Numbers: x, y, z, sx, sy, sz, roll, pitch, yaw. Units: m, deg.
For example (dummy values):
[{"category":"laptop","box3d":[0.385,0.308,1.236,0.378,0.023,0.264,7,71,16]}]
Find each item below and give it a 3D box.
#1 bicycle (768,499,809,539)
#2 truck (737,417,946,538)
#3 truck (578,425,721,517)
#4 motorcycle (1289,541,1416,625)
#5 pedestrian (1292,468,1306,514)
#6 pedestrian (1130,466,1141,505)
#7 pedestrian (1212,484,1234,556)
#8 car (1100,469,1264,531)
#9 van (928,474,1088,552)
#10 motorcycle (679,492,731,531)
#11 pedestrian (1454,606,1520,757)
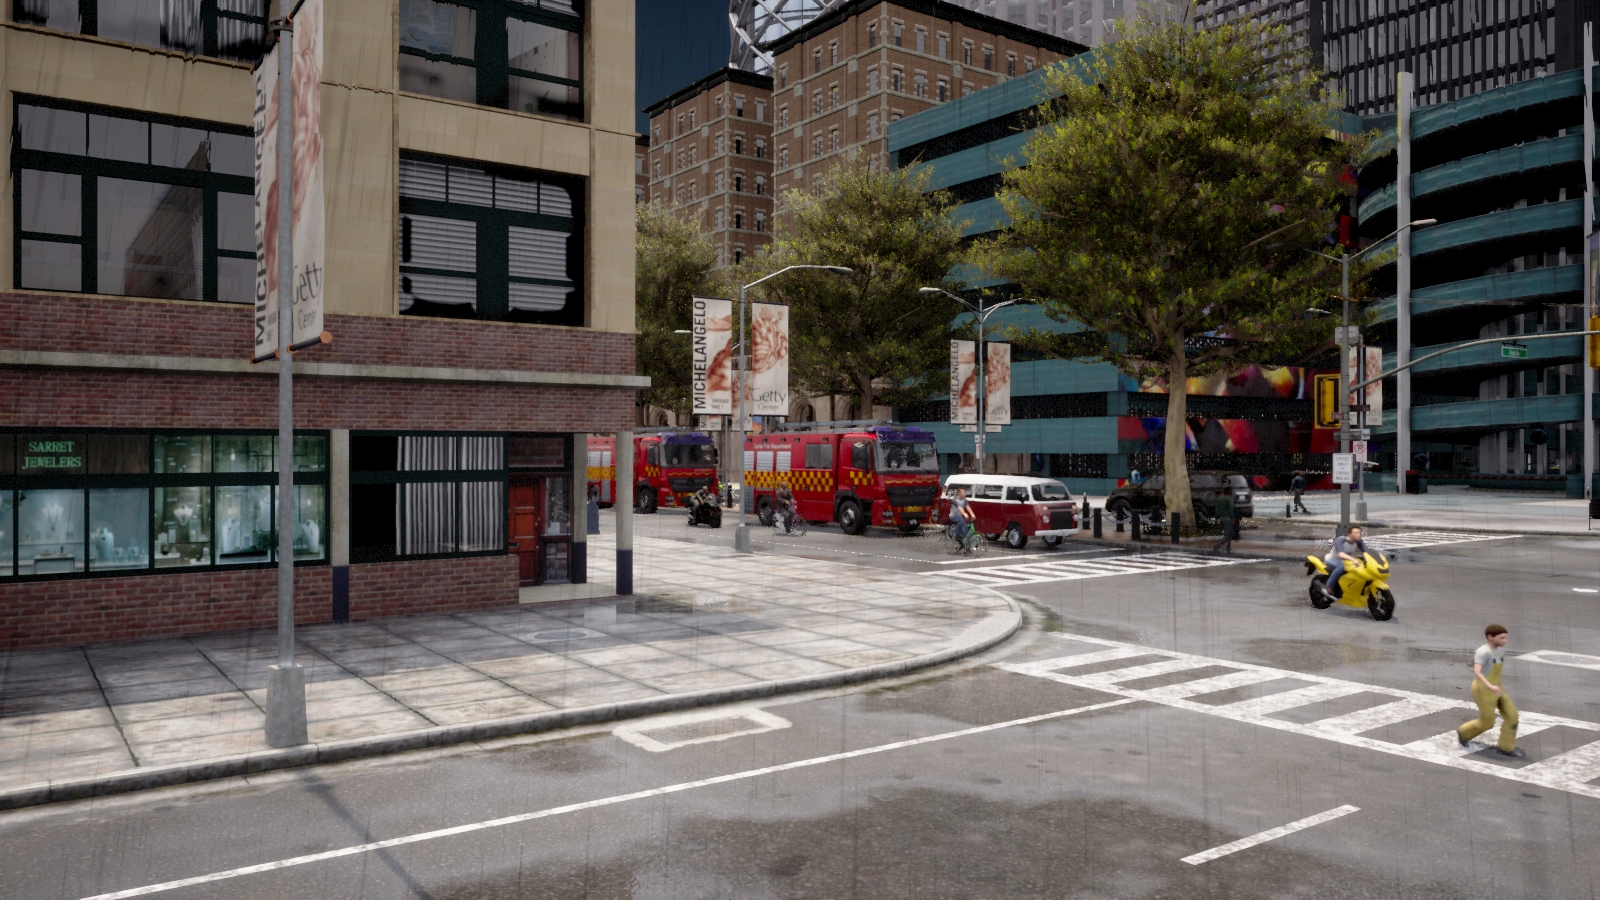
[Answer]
[{"category":"bicycle","box3d":[-0.380,2.202,36.743,0.329,1.171,1.835,0,0,-35]},{"category":"truck","box3d":[1.232,0.881,40.529,2.891,3.827,8.468,0,0,-35]},{"category":"truck","box3d":[-7.073,0.881,52.298,2.891,3.827,8.468,0,0,-35]},{"category":"motorcycle","box3d":[9.267,2.204,19.269,0.803,1.145,2.033,0,1,-14]},{"category":"pedestrian","box3d":[20.593,1.679,47.126,0.375,1.860,0.375,0,0,-20]},{"category":"pedestrian","box3d":[16.141,1.681,54.973,0.375,1.860,0.375,0,0,-30]},{"category":"pedestrian","box3d":[11.135,1.838,30.064,0.375,1.860,0.375,0,0,-25]},{"category":"car","box3d":[14.044,1.766,42.356,2.150,2.045,5.566,0,0,-35]},{"category":"van","box3d":[6.055,1.772,33.710,2.069,2.038,4.480,0,0,-35]},{"category":"motorcycle","box3d":[-3.443,2.197,41.095,0.867,1.251,2.209,0,0,-35]},{"category":"pedestrian","box3d":[6.351,2.124,10.567,0.375,1.300,0.375,0,0,-25]}]
